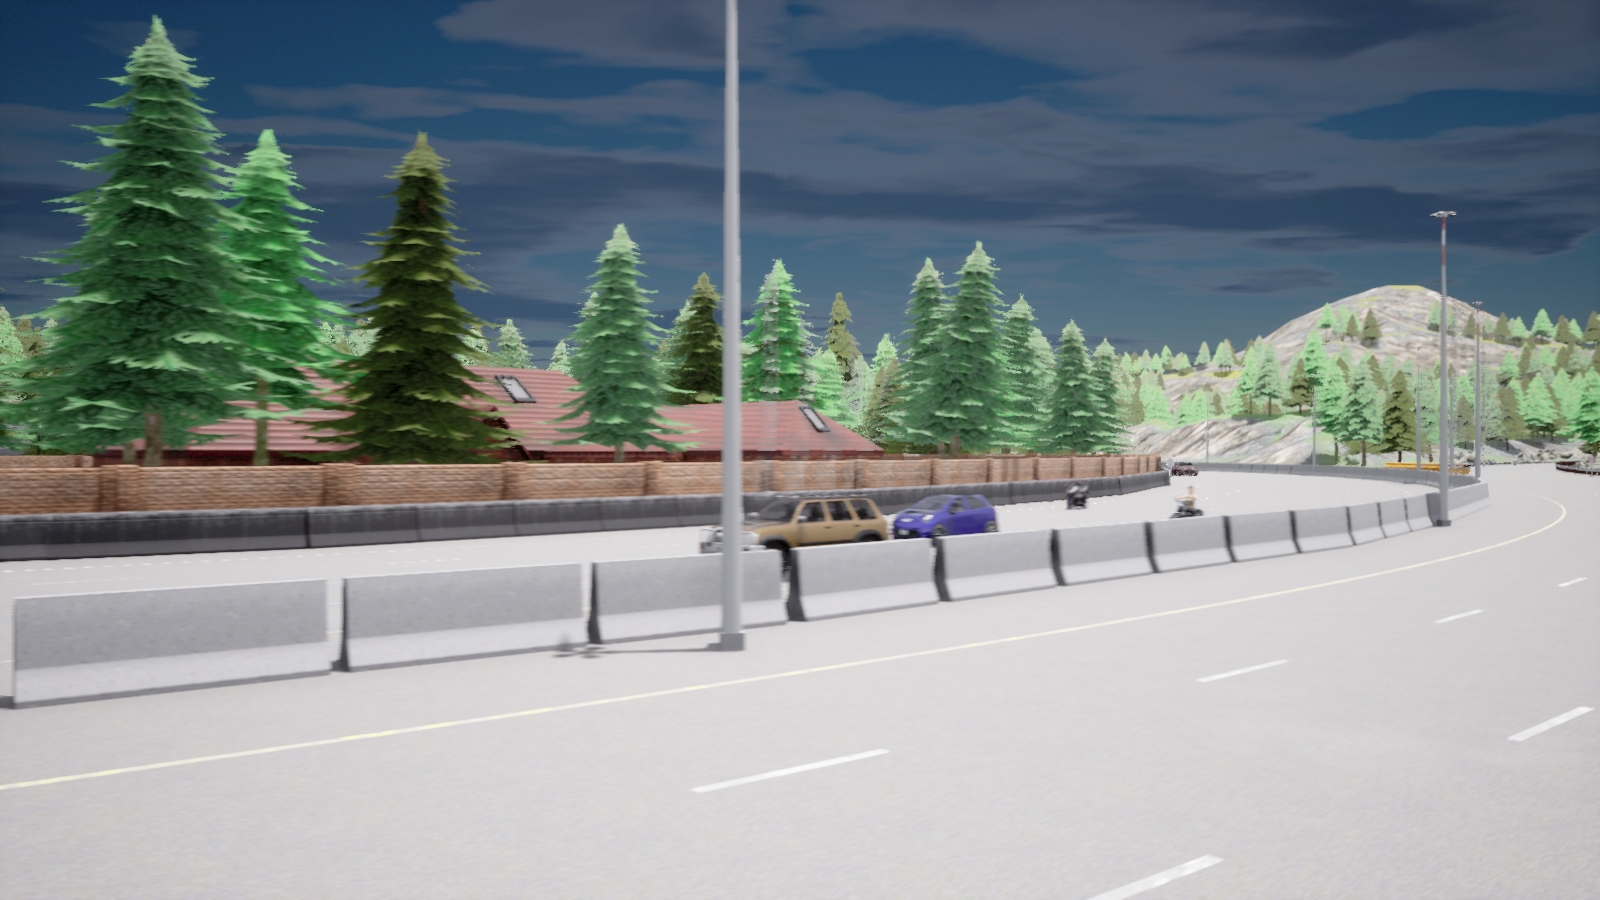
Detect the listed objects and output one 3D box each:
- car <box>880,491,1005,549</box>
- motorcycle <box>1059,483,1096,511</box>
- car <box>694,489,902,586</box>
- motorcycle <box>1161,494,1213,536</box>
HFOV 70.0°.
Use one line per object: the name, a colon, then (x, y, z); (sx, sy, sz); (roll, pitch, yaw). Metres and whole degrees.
car: (4.343, 2.077, 34.573); (3.633, 1.501, 1.845); (0, 0, -43)
motorcycle: (13.379, 2.261, 54.978); (0.867, 1.251, 2.209); (-2, -1, 38)
car: (0.025, 1.895, 25.944); (4.605, 1.855, 1.932); (0, 0, -41)
motorcycle: (13.114, 2.182, 38.689); (0.764, 1.325, 2.356); (-1, -1, 42)
